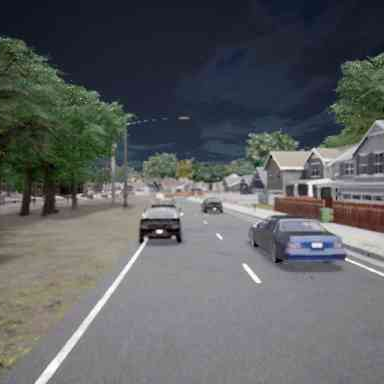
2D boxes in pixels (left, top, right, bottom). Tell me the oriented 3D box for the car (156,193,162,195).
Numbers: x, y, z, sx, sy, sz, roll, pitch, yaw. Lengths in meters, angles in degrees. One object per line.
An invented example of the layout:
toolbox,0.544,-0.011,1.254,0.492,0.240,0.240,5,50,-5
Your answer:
car,-6.823,0.975,71.056,1.812,1.442,4.674,0,0,-11

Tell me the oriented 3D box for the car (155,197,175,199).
car,-2.003,1.415,25.968,1.837,1.490,4.892,0,0,-4

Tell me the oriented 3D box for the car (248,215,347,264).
car,3.371,1.511,11.700,2.033,1.411,5.357,0,0,-2

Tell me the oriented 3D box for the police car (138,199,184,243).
police car,-1.426,1.380,16.077,1.930,1.638,5.238,0,0,-3

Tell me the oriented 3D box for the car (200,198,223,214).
car,1.950,1.359,34.058,1.837,1.490,4.892,0,0,-5

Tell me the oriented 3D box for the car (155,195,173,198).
car,-2.498,1.332,32.150,1.801,1.575,5.366,0,0,-5

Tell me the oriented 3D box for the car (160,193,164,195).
car,-3.439,1.317,50.176,2.033,1.411,5.357,0,0,-8
